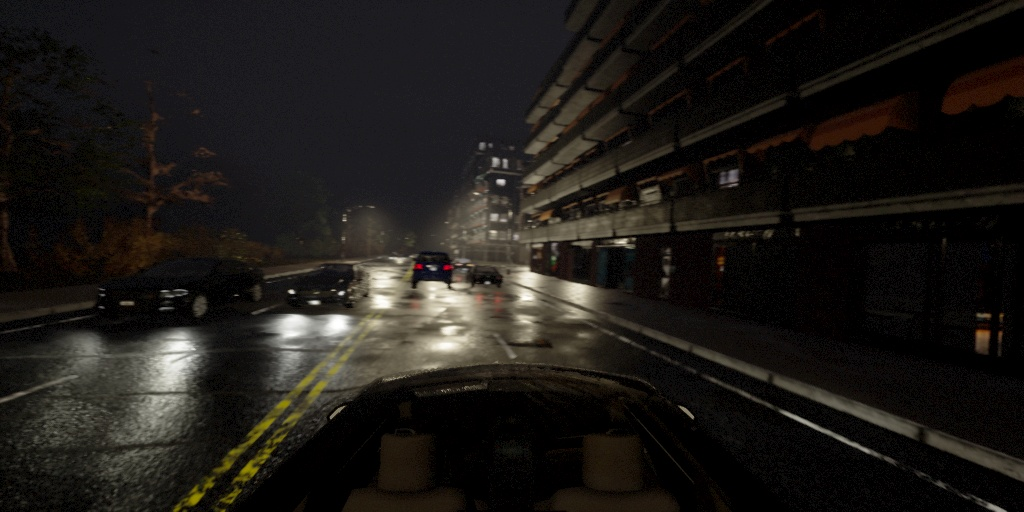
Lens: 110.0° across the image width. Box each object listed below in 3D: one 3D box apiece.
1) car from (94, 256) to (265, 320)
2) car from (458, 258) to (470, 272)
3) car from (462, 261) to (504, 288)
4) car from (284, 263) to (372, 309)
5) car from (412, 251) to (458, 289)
[{"bbox_3d":[-9.103,0.765,10.418,1.882,1.535,5.008,3,0,-13],"label":"car"},{"bbox_3d":[-4.973,0.992,35.782,2.128,1.511,4.902,3,0,-14],"label":"car"},{"bbox_3d":[-1.890,1.255,23.025,1.895,1.301,4.718,3,0,-13],"label":"car"},{"bbox_3d":[-6.415,0.971,13.244,2.033,1.411,5.357,3,0,-13],"label":"car"},{"bbox_3d":[-4.693,0.732,21.153,2.150,2.045,5.566,3,0,-13],"label":"car"}]
